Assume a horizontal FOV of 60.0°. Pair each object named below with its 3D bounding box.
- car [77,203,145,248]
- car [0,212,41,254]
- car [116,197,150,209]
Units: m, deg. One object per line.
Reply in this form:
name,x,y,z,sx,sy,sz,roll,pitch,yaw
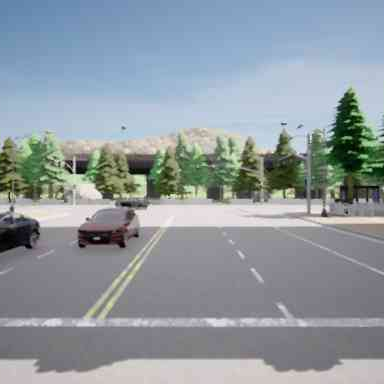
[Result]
car,-3.546,1.463,14.941,1.882,1.535,5.008,0,0,0
car,-7.067,1.480,11.619,2.128,1.511,4.902,0,0,0
car,-7.722,1.417,42.826,4.902,1.511,2.128,0,0,33
